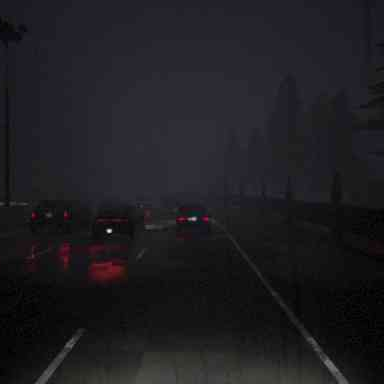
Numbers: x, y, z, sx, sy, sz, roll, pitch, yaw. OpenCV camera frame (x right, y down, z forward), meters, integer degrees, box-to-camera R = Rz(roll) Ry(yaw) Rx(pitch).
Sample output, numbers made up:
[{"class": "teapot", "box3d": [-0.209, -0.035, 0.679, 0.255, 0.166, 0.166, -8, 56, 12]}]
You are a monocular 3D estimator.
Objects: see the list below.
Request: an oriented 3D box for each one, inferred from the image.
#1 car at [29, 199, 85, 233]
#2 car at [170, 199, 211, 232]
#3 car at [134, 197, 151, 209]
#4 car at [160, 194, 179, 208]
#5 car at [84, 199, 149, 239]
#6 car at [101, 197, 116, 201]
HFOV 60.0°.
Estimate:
[{"class": "car", "box3d": [-7.028, 1.144, 18.279, 2.097, 1.767, 4.553, 0, 1, -2]}, {"class": "car", "box3d": [0.001, 1.337, 18.488, 2.033, 1.411, 5.357, 0, 1, -2]}, {"class": "car", "box3d": [-5.687, 1.180, 37.206, 1.895, 1.301, 4.718, 0, 1, -11]}, {"class": "car", "box3d": [-2.708, 1.028, 39.778, 1.882, 1.535, 5.008, 0, 1, -12]}, {"class": "car", "box3d": [-3.445, 1.321, 16.144, 1.837, 1.490, 4.892, 0, 1, -1]}, {"class": "car", "box3d": [-9.247, 1.180, 37.208, 1.895, 1.301, 4.718, 0, 1, -12]}]
